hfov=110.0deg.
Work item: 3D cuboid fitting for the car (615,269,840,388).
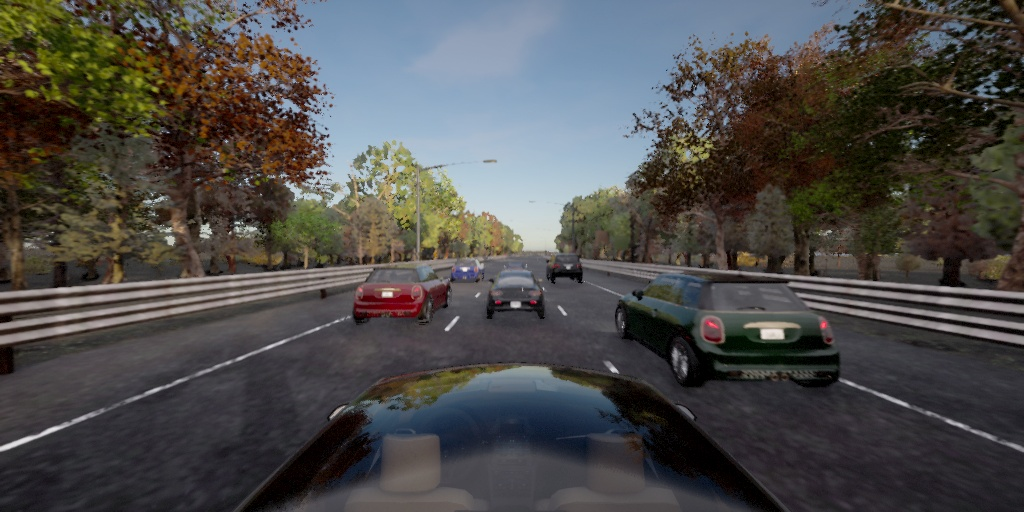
[{"bbox_3d":[3.578,1.077,7.022,2.097,1.767,4.553,0,0,1],"label":"car"}]

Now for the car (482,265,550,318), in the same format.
[{"bbox_3d":[0.127,1.224,12.640,1.812,1.442,4.674,0,0,0],"label":"car"}]

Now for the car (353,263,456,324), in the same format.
[{"bbox_3d":[-3.379,1.053,11.896,2.097,1.767,4.553,0,0,0],"label":"car"}]

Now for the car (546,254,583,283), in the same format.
[{"bbox_3d":[3.746,0.854,26.256,2.150,2.045,5.566,0,0,1],"label":"car"}]

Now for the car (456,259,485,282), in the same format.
[{"bbox_3d":[-3.244,0.979,27.043,2.097,1.767,4.553,0,0,1],"label":"car"}]

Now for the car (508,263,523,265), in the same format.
[{"bbox_3d":[0.270,1.188,27.943,1.994,1.385,4.181,0,0,1],"label":"car"}]
